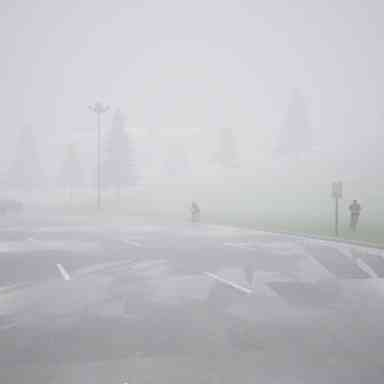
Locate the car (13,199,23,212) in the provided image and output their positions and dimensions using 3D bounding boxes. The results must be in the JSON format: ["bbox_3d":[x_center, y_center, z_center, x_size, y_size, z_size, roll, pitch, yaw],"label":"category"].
[{"bbox_3d":[-21.374,1.505,37.729,4.892,1.490,1.837,0,0,26],"label":"car"}]

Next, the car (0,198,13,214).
[{"bbox_3d":[-20.627,1.526,33.487,4.674,1.442,1.812,0,0,28],"label":"car"}]

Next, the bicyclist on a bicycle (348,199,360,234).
[{"bbox_3d":[8.168,1.201,16.800,0.582,1.620,1.656,4,13,18],"label":"bicyclist on a bicycle"}]

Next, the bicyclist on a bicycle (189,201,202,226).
[{"bbox_3d":[0.211,1.455,22.253,0.582,1.620,1.656,0,-2,-31],"label":"bicyclist on a bicycle"}]
